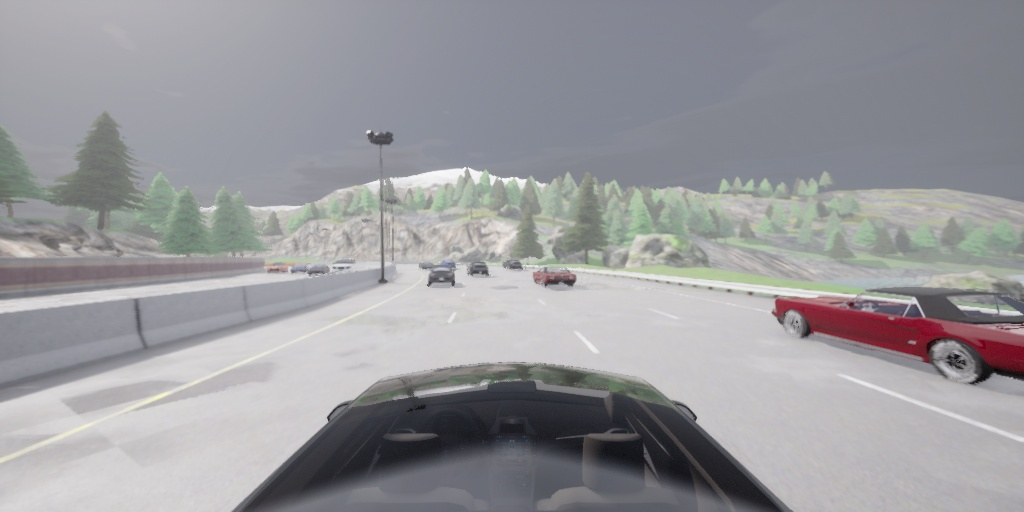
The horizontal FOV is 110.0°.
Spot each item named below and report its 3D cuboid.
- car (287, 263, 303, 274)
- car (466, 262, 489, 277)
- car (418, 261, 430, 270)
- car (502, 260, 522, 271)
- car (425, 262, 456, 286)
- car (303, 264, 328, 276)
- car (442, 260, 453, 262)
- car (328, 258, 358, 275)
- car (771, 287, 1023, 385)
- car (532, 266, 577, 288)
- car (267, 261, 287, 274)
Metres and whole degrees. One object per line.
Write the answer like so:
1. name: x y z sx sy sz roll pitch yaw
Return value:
1. car: -29.728 1.785 50.481 1.812 1.442 4.674 -1 0 -20
2. car: -3.644 1.327 37.346 1.837 1.490 4.892 0 0 -14
3. car: -14.355 1.570 59.869 1.994 1.385 4.181 -1 0 -23
4. car: -0.030 1.271 50.858 1.837 1.490 4.892 0 0 -18
5. car: -5.099 1.368 26.171 1.812 1.442 4.674 0 0 -10
6. car: -24.143 1.711 45.076 2.033 1.411 5.357 -1 0 -17
7. car: -10.990 1.428 60.970 1.882 1.535 5.008 0 0 -23
8. car: -19.782 1.309 42.613 2.150 2.045 5.566 -1 0 -16
9. car: 7.391 1.230 6.699 1.895 1.301 4.718 -1 0 -2
10. car: 2.612 1.314 23.446 1.895 1.301 4.718 -1 0 -8
11. car: -34.406 1.687 52.770 2.097 1.767 4.553 -1 0 -21
